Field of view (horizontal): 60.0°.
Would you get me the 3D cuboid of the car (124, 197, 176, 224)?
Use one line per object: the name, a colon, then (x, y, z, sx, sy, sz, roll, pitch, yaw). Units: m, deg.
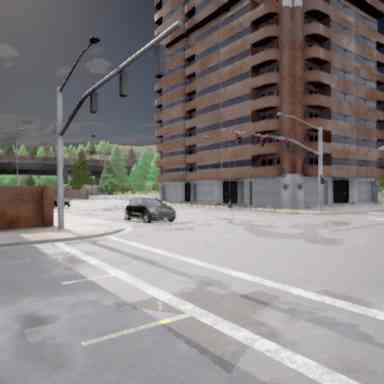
car: (-3.024, 1.182, 23.536, 2.097, 1.767, 4.553, -1, 0, -36)

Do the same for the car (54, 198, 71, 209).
car: (-17.176, 1.385, 43.093, 1.895, 1.301, 4.718, -1, 0, -36)
